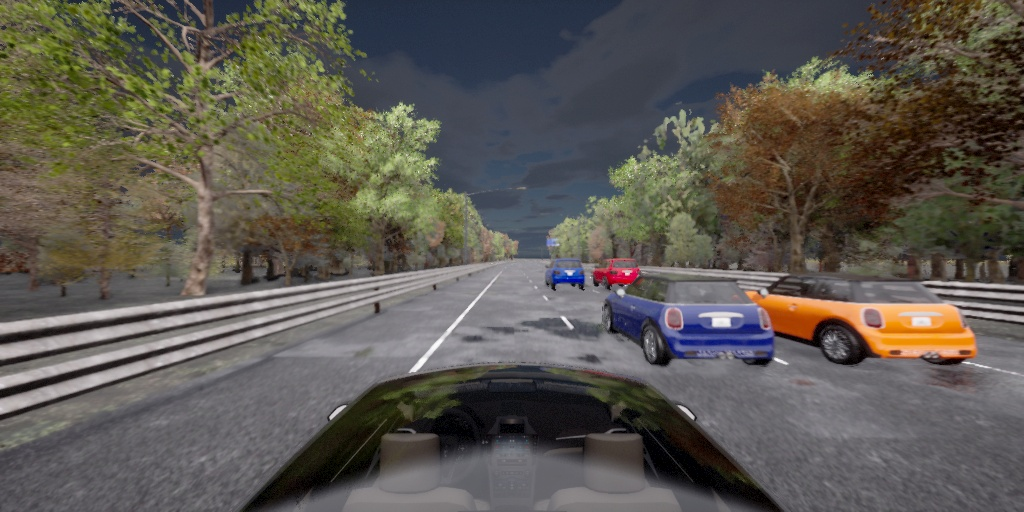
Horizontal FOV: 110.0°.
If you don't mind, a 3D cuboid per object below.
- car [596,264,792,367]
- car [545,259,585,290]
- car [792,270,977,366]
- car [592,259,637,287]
[{"bbox_3d":[3.595,1.174,8.284,2.097,1.767,4.553,0,-1,0],"label":"car"},{"bbox_3d":[3.590,1.221,24.875,2.150,2.045,5.566,0,-1,0],"label":"car"},{"bbox_3d":[7.095,1.175,8.339,2.097,1.767,4.553,0,-1,0],"label":"car"},{"bbox_3d":[7.090,1.220,24.743,2.150,2.045,5.566,0,-1,0],"label":"car"}]
